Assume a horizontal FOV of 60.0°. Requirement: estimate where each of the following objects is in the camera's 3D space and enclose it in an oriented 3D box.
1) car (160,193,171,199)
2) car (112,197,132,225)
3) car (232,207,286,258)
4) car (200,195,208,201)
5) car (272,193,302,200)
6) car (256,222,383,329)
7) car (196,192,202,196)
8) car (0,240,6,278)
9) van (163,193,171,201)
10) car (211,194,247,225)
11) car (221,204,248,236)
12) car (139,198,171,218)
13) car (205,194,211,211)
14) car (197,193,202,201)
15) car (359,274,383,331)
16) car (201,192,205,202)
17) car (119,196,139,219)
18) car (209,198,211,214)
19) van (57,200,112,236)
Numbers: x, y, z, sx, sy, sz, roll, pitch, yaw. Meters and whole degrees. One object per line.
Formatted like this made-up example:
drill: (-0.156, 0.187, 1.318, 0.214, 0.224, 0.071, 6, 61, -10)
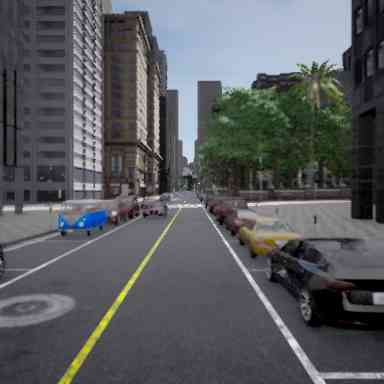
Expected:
car: (-5.774, 1.141, 71.823, 2.192, 1.841, 5.009, 0, 0, 0)
car: (-5.767, 1.397, 23.312, 1.967, 1.590, 4.097, 0, 0, 0)
car: (2.760, 1.502, 12.496, 1.752, 1.417, 4.829, 0, 0, 0)
car: (2.750, 1.389, 77.226, 1.802, 1.307, 4.206, 0, 0, 0)
car: (16.306, 0.798, 57.181, 5.008, 1.535, 1.882, -1, 0, 0)
car: (2.761, 1.553, 6.840, 1.947, 1.339, 4.313, 0, 0, 0)
car: (2.749, 1.227, 82.646, 1.967, 1.590, 4.097, 0, 0, 0)
car: (-5.764, 1.427, 6.849, 1.967, 1.590, 4.097, 0, 0, 0)
van: (-5.775, 1.148, 77.243, 1.690, 1.788, 3.998, 0, 0, 0)
car: (2.758, 1.272, 23.299, 2.192, 1.841, 5.009, 0, 0, 0)
car: (2.759, 1.549, 17.813, 1.802, 1.307, 4.206, 0, 0, 0)
car: (-3.103, 1.511, 28.968, 1.994, 1.385, 4.181, 0, 0, 0)
car: (2.757, 1.252, 34.272, 2.192, 1.841, 5.009, 0, 0, 0)
car: (2.751, 1.392, 71.806, 1.947, 1.339, 4.313, 0, 0, 0)
car: (2.762, 1.563, 1.353, 1.947, 1.339, 4.313, 0, 0, 0)
car: (2.755, 1.226, 45.247, 2.192, 1.841, 5.009, 0, 0, 0)
car: (-5.768, 1.262, 28.799, 2.192, 1.841, 5.009, 0, 0, 0)
car: (2.757, 1.472, 28.956, 1.752, 1.417, 4.829, 0, 0, 0)
van: (-5.766, 1.308, 17.824, 1.690, 1.788, 3.998, 0, 0, 0)
